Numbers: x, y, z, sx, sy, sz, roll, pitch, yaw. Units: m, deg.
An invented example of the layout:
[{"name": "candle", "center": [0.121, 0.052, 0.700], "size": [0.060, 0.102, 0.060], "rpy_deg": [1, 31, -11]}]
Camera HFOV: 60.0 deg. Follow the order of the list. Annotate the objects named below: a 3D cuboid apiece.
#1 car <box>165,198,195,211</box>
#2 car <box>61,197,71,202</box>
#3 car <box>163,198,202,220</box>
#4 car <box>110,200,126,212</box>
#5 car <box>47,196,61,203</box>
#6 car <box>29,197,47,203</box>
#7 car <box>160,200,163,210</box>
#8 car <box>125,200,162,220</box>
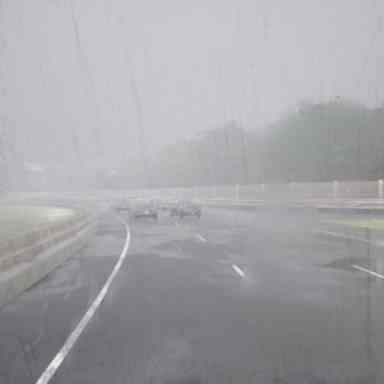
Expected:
[{"name": "car", "center": [-1.564, 1.532, 41.850], "size": [2.128, 1.511, 4.902], "rpy_deg": [-1, 0, -24]}, {"name": "car", "center": [-32.489, 1.837, 83.506], "size": [4.718, 1.301, 1.895], "rpy_deg": [-1, 0, 37]}, {"name": "car", "center": [-0.662, 1.514, 28.957], "size": [2.128, 1.511, 4.902], "rpy_deg": [-1, 0, -18]}, {"name": "car", "center": [-8.670, 1.687, 40.633], "size": [1.994, 1.385, 4.181], "rpy_deg": [-1, 0, -24]}, {"name": "car", "center": [-34.745, 1.793, 80.831], "size": [4.902, 1.511, 2.128], "rpy_deg": [-1, 0, 37]}, {"name": "car", "center": [-36.984, 1.818, 78.141], "size": [4.902, 1.511, 2.128], "rpy_deg": [-1, 0, 37]}, {"name": "car", "center": [-4.521, 1.621, 39.889], "size": [2.033, 1.411, 5.357], "rpy_deg": [-1, 0, -24]}, {"name": "car", "center": [-4.270, 1.629, 28.756], "size": [1.994, 1.385, 4.181], "rpy_deg": [-1, 0, -18]}]
